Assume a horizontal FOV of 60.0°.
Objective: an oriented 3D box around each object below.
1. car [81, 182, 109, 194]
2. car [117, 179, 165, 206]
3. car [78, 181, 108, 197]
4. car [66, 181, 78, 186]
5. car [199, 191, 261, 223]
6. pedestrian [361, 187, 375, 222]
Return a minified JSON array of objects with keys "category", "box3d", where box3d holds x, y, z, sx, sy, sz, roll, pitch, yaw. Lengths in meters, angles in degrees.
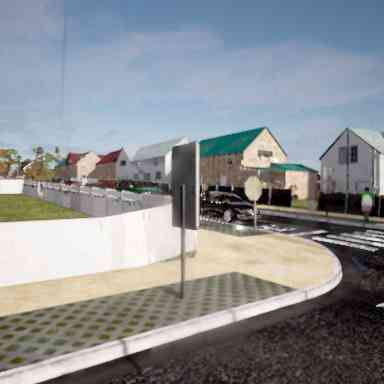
[{"category":"car","box3d":[-13.190,-0.614,44.918,2.033,1.411,5.357,0,3,-35]},{"category":"car","box3d":[-4.346,-0.014,27.356,2.150,2.045,5.566,0,3,-35]},{"category":"car","box3d":[-10.449,-0.234,36.023,1.837,1.490,4.892,0,2,-35]},{"category":"car","box3d":[-18.786,-1.093,52.760,1.812,1.442,4.674,0,3,-35]},{"category":"car","box3d":[1.726,0.770,18.751,1.837,1.490,4.892,0,3,-35]},{"category":"pedestrian","box3d":[9.434,0.644,17.993,0.375,1.860,0.375,3,-2,-35]}]
